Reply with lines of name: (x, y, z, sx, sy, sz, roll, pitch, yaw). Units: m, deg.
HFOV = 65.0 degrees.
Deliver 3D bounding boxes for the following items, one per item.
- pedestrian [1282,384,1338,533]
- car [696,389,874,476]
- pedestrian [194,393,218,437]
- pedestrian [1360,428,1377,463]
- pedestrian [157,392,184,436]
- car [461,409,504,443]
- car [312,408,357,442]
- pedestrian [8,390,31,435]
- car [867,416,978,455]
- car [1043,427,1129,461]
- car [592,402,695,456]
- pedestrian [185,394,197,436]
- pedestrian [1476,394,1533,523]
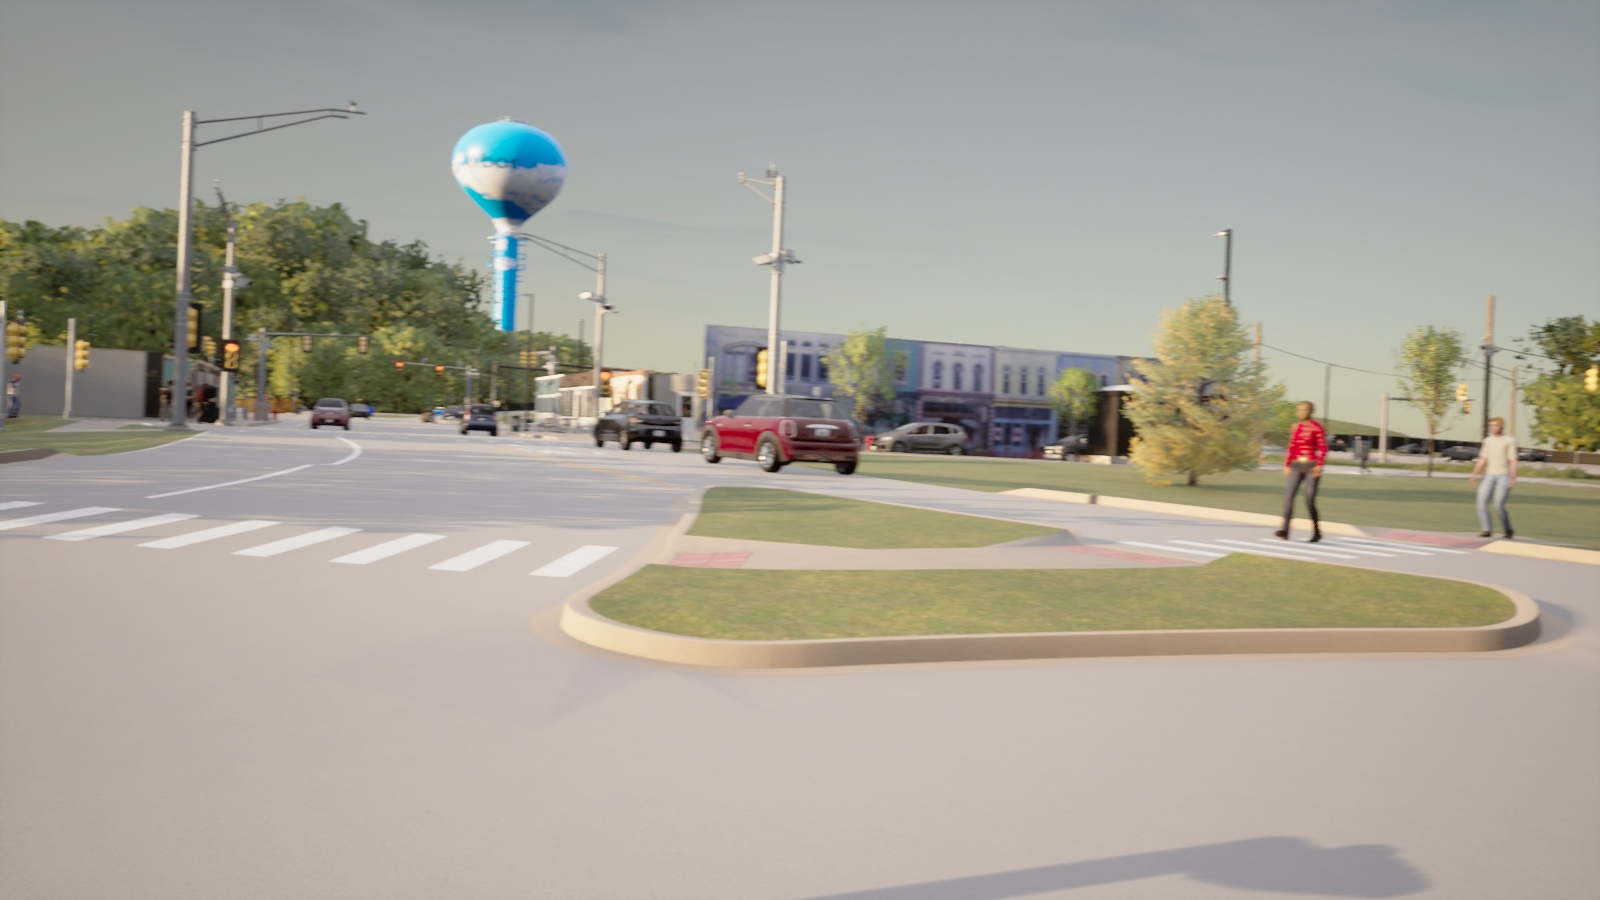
pedestrian: (6.454, 0.103, 15.888, 0.636, 1.846, 0.331, 1, 0, -35)
car: (-0.450, -0.441, 28.262, 2.097, 1.767, 4.553, 1, 2, -28)
pedestrian: (-25.087, -1.467, 53.038, 0.899, 1.844, 0.634, 1, 0, -26)
pedestrian: (31.520, -0.243, 69.610, 0.423, 1.949, 0.788, 1, 0, -19)
pedestrian: (-27.410, -1.551, 54.673, 0.563, 1.883, 0.849, 1, 0, 19)
car: (-16.288, -1.216, 64.326, 1.851, 1.617, 3.988, 1, 1, -18)
car: (-21.953, -1.185, 59.290, 1.845, 1.501, 3.633, 1, 1, -18)
pedestrian: (-31.728, -1.519, 51.051, 0.706, 1.836, 0.354, 1, 0, -17)
car: (5.711, -0.674, 58.848, 4.611, 1.667, 2.242, 2, 0, -20)
car: (14.077, -0.304, 61.875, 3.705, 1.549, 1.789, 2, 0, -20)
car: (-4.657, -0.626, 36.892, 1.816, 1.474, 4.193, 1, 1, -24)
pedestrian: (-27.327, -1.574, 56.384, 0.345, 1.836, 0.594, 1, 0, -37)
pedestrian: (10.193, 0.121, 18.174, 0.706, 1.836, 0.354, 1, 0, -27)
